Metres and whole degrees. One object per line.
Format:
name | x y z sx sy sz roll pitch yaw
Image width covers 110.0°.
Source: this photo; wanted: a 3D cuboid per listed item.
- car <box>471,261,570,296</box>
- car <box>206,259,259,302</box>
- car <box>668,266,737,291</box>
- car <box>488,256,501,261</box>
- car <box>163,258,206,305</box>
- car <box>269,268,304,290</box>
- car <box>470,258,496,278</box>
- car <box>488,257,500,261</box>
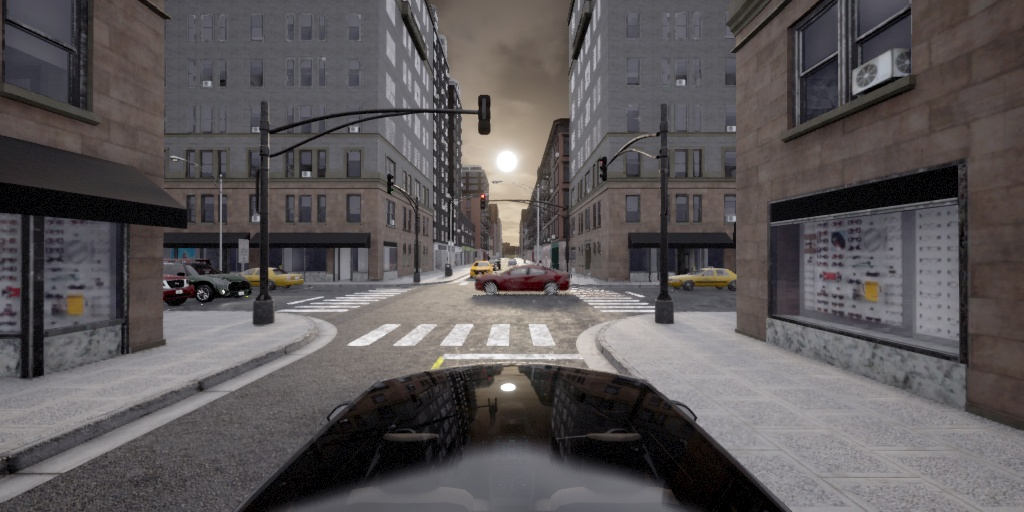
car | 0.553 1.231 19.004 5.008 1.535 1.882 1 0 0
car | -14.378 1.084 16.089 4.553 1.767 2.097 0 0 0
car | 11.649 1.304 21.516 4.829 1.417 1.751 0 0 0
car | -2.801 0.953 54.896 2.150 2.045 5.566 0 0 0
car | -15.090 1.035 13.549 5.009 1.841 2.192 0 0 0
car | -15.234 1.279 21.575 4.829 1.417 1.751 0 0 0
car | -2.821 1.222 33.900 1.882 1.535 5.008 0 0 0
car | -2.816 1.244 44.303 1.837 1.490 4.892 0 0 0
